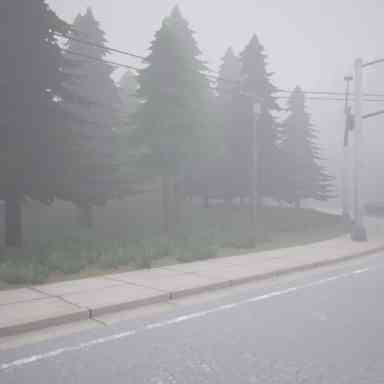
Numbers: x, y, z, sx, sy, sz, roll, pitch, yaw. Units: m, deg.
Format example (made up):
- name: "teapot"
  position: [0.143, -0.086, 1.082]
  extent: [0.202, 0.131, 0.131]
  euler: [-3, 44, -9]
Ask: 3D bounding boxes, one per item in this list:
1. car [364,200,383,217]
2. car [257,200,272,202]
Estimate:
- name: "car"
  position: [17.186, 1.497, 29.514]
  extent: [1.837, 1.490, 4.892]
  euler: [0, 0, 1]
- name: "car"
  position: [9.847, 1.592, 50.192]
  extent: [1.895, 1.301, 4.718]
  euler: [0, 0, -38]
